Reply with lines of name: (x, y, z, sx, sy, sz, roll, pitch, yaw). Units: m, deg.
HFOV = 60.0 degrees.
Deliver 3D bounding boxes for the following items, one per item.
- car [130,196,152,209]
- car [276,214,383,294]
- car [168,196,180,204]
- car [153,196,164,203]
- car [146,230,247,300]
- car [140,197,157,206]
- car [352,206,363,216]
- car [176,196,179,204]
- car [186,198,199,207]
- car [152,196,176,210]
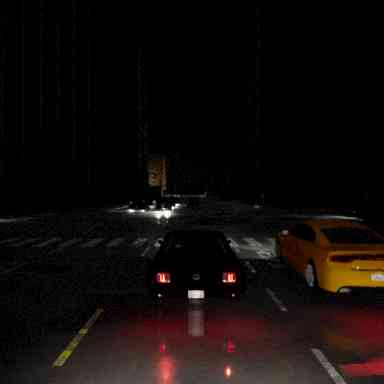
car: (-7.065, 1.351, 44.977, 2.097, 1.767, 4.553, 0, 0, 0)
car: (3.610, 1.477, 8.866, 1.882, 1.535, 5.008, 0, 0, 1)
car: (-3.506, 1.488, 65.720, 2.128, 1.511, 4.902, 0, 0, 1)
car: (-6.972, 1.596, 69.238, 1.895, 1.301, 4.718, 0, 0, 0)
car: (0.068, 1.601, 8.357, 1.895, 1.301, 4.718, 0, 0, 0)
car: (-7.062, 1.546, 54.605, 2.033, 1.411, 5.357, 0, 0, 0)
car: (16.266, 1.470, 28.578, 4.674, 1.442, 1.812, 0, 0, -1)
car: (-3.563, 1.563, 51.808, 1.994, 1.385, 4.181, 0, 0, 0)
car: (0.121, 1.546, 50.817, 2.033, 1.411, 5.357, 0, 0, 0)
car: (-3.566, 1.491, 42.888, 2.128, 1.511, 4.902, 0, 0, -1)
